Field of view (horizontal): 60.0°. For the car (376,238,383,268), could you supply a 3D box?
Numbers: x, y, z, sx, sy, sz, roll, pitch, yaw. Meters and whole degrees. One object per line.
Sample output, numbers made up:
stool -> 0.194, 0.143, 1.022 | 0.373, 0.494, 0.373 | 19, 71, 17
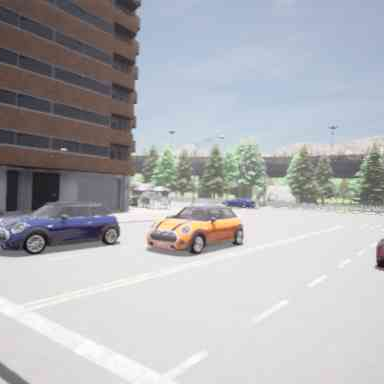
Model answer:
car -> 7.694, 1.825, 11.469 | 1.994, 1.385, 4.181 | 2, 0, 37

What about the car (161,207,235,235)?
car -> 0.506, 1.597, 19.685 | 1.895, 1.301, 4.718 | 2, 0, 37

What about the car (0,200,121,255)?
car -> -4.962, 1.161, 12.558 | 2.097, 1.767, 4.553 | 2, 0, 39

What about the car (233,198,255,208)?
car -> 6.790, 1.610, 48.502 | 5.008, 1.535, 1.882 | 2, 0, 40

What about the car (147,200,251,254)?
car -> 0.282, 1.347, 13.603 | 2.097, 1.767, 4.553 | 2, 0, 37
